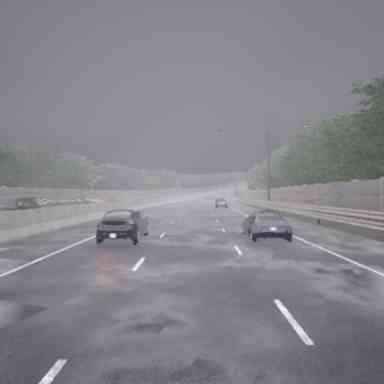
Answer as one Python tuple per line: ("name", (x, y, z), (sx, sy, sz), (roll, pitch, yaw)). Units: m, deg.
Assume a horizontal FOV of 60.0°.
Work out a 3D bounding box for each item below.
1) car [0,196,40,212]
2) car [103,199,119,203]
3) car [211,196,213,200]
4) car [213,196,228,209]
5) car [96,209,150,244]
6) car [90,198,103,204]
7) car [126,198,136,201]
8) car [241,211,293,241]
("car", (-13.791, 1.348, 25.506), (2.150, 2.045, 5.566), (0, -1, 1))
("car", (-15.615, 2.010, 66.137), (1.895, 1.301, 4.718), (0, 0, 3))
("car", (6.005, 2.125, 75.691), (1.994, 1.385, 4.181), (0, 0, 4))
("car", (4.783, 1.807, 53.939), (2.033, 1.649, 4.856), (0, -1, 3))
("car", (-3.263, 1.586, 16.300), (1.837, 1.490, 4.892), (0, 0, 1))
("car", (-19.042, 1.891, 67.522), (1.882, 1.535, 5.008), (0, 0, 3))
("car", (-12.117, 1.909, 66.046), (1.882, 1.535, 5.008), (0, 0, 3))
("car", (3.752, 1.658, 17.201), (1.994, 1.385, 4.181), (0, 0, 1))
